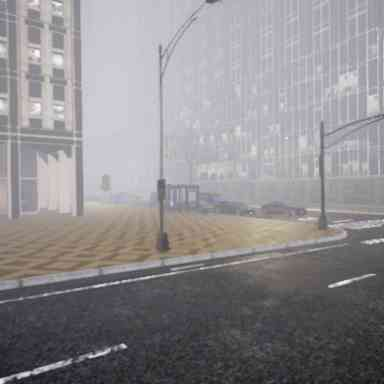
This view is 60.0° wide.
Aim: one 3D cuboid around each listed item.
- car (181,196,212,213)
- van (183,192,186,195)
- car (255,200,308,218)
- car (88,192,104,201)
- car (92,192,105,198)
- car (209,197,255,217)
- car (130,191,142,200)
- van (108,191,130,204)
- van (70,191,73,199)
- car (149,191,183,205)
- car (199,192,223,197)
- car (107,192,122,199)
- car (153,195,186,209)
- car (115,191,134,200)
[{"bbox_3d":[0.647,1.403,34.929,1.802,1.307,4.206,0,1,-34],"label":"car"},{"bbox_3d":[-1.961,0.875,53.792,1.690,1.788,3.998,0,1,-34],"label":"van"},{"bbox_3d":[7.927,1.425,29.047,1.994,1.385,4.181,-1,1,-34],"label":"car"},{"bbox_3d":[-18.499,1.054,63.146,2.008,1.369,4.403,0,1,-34],"label":"car"},{"bbox_3d":[-24.406,0.708,86.643,2.008,1.369,4.403,0,1,-34],"label":"car"},{"bbox_3d":[3.839,1.439,30.225,1.947,1.339,4.313,0,1,-34],"label":"car"},{"bbox_3d":[-11.580,0.955,67.873,1.802,1.307,4.206,0,1,-34],"label":"car"},{"bbox_3d":[-12.086,0.952,53.758,1.690,1.788,3.998,0,1,-34],"label":"van"},{"bbox_3d":[-28.119,0.682,77.222,1.690,1.788,3.998,0,1,-34],"label":"van"},{"bbox_3d":[-3.977,0.890,46.484,2.150,2.045,5.566,-1,1,-34],"label":"car"},{"bbox_3d":[2.060,0.989,37.631,2.150,2.045,5.566,-1,1,-34],"label":"car"},{"bbox_3d":[-17.993,0.705,77.256,1.967,1.590,4.097,0,1,-34],"label":"car"},{"bbox_3d":[-2.512,1.335,39.654,1.947,1.339,4.313,0,1,-34],"label":"car"},{"bbox_3d":[-14.786,0.634,72.563,2.192,1.841,5.009,0,1,-34],"label":"car"}]
